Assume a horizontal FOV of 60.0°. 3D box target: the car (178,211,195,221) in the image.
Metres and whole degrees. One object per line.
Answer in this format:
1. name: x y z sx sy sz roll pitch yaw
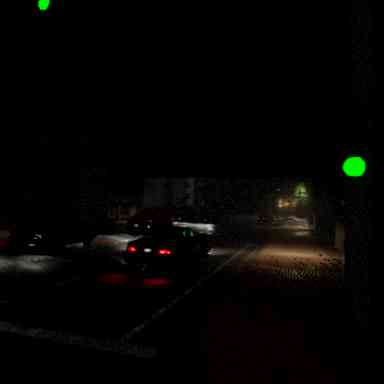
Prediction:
1. car: -0.904 3.476 46.811 1.837 1.490 4.892 1 -3 18

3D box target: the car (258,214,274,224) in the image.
1. car: 10.944 3.982 49.409 2.033 1.411 5.357 1 -3 20

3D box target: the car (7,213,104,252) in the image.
1. car: -6.852 2.002 16.832 1.882 1.535 5.008 1 -3 18

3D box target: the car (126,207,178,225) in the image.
1. car: -3.368 2.313 27.770 2.150 2.045 5.566 1 -3 18

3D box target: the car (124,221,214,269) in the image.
1. car: -0.721 2.119 13.443 2.033 1.411 5.357 1 -3 18

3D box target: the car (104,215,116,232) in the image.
1. car: -7.649 2.406 25.831 1.812 1.442 4.674 1 -3 18

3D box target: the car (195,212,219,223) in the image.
1. car: 2.499 3.526 45.956 2.128 1.511 4.902 1 -3 18
